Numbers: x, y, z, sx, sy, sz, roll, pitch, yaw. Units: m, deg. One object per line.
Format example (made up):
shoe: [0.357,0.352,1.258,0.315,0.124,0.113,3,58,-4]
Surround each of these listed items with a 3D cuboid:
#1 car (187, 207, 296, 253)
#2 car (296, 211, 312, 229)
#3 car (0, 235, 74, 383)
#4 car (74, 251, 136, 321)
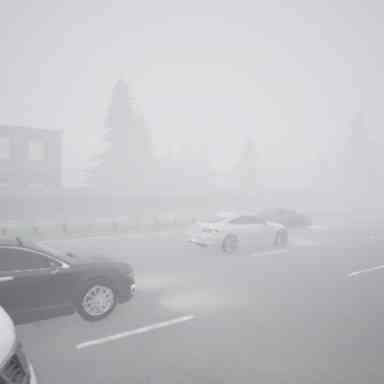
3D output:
car: [1.957,1.548,13.739,4.674,1.442,1.812,0,0,-36]
car: [5.503,1.603,20.570,4.181,1.385,1.994,0,0,-36]
car: [-3.588,1.217,1.185,5.566,2.045,2.150,0,0,-36]
car: [-3.348,1.507,5.658,4.892,1.490,1.837,0,0,-36]
